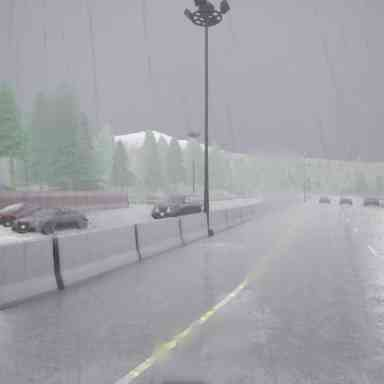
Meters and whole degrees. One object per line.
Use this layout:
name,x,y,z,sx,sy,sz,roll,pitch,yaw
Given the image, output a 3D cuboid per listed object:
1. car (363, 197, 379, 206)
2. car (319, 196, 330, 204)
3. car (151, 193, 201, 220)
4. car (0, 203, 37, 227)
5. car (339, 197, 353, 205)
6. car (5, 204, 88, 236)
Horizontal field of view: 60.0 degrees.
car,29.161,1.491,54.201,2.128,1.511,4.902,0,0,22
car,25.403,1.491,63.675,2.128,1.511,4.902,0,0,22
car,-1.053,1.223,25.932,2.150,2.045,5.566,0,0,22
car,-10.209,1.601,21.967,1.895,1.301,4.718,0,0,22
car,27.250,1.526,58.868,1.812,1.442,4.674,0,0,22
car,-7.780,1.564,18.630,1.994,1.385,4.181,0,0,22
